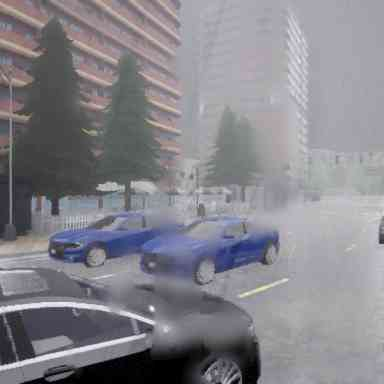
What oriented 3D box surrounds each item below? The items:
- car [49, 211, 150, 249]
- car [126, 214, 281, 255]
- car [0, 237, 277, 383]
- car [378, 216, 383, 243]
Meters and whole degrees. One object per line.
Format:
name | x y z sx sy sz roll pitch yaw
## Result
car | -2.344 1.481 11.590 1.882 1.535 5.008 0 0 44
car | 0.765 1.481 9.788 1.882 1.535 5.008 0 0 43
car | -1.466 1.489 2.983 4.902 1.511 2.128 0 0 -36
car | 9.802 1.557 15.539 2.033 1.411 5.357 0 0 32
